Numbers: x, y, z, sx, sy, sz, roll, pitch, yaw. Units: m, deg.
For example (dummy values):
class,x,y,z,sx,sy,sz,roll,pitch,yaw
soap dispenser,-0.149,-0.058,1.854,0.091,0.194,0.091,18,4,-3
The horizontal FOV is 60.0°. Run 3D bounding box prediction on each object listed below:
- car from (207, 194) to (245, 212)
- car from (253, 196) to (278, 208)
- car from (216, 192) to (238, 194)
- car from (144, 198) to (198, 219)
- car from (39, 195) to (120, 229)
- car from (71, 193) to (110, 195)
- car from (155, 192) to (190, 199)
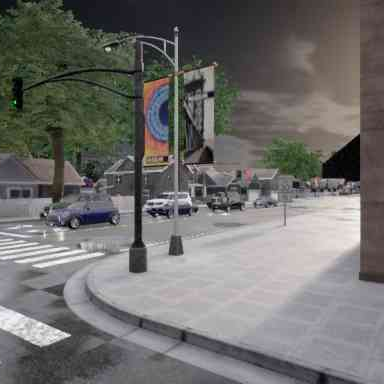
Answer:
class,x,y,z,sx,sy,sz,roll,pitch,yaw
car,3.946,1.287,35.741,1.882,1.535,5.008,0,0,35
car,9.743,1.249,43.806,2.128,1.511,4.902,0,0,36
car,4.038,1.005,41.438,2.150,2.045,5.566,0,0,35
car,-1.504,1.462,28.139,1.895,1.301,4.718,0,0,36
car,-6.729,1.264,20.821,2.097,1.767,4.553,0,0,35
car,-8.207,1.120,24.397,2.150,2.045,5.566,0,0,34
car,-2.216,1.063,32.708,2.150,2.045,5.566,0,0,35
